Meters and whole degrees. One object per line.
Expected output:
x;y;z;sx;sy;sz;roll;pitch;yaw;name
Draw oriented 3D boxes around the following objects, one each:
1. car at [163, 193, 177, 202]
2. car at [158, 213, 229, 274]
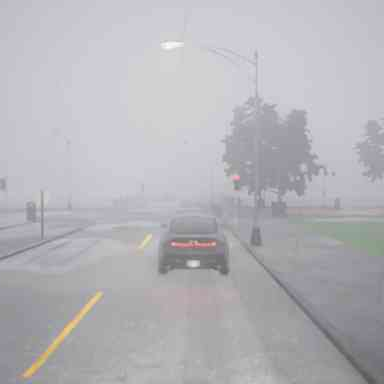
-4.093;1.094;58.580;1.895;1.301;4.718;0;0;0;car
0.053;1.415;10.202;1.837;1.490;4.892;0;0;0;car
